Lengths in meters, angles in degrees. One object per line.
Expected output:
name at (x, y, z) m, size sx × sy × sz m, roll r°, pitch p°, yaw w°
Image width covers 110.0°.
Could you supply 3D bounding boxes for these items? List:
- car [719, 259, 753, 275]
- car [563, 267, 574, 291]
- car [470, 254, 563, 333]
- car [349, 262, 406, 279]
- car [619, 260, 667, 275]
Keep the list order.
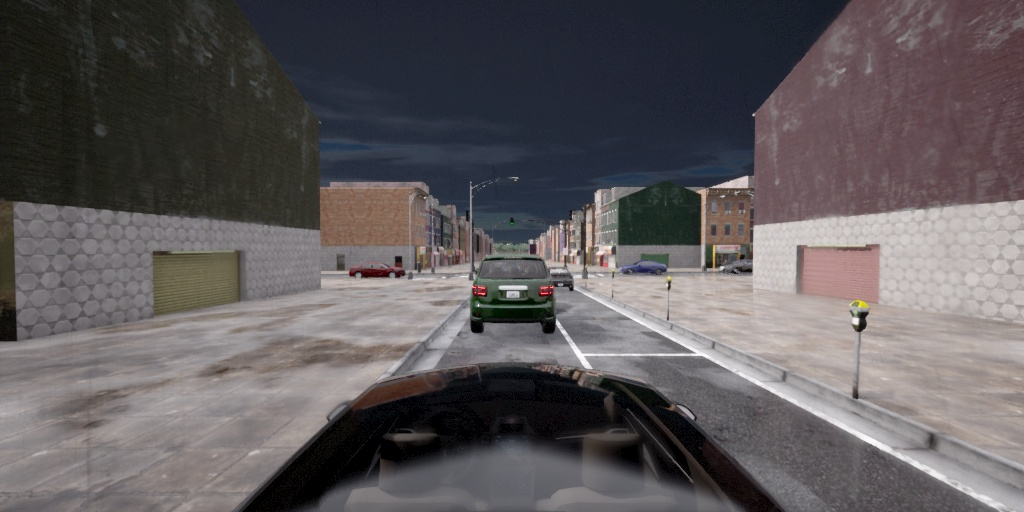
car at (23.606, 1.080, 36.201) m, size 4.902 × 1.511 × 2.128 m, roll 0°, pitch 1°, yaw 0°
car at (2.592, 1.294, 21.263) m, size 2.007 × 1.370 × 4.403 m, roll 0°, pitch 0°, yaw 0°
car at (0.028, 0.967, 10.848) m, size 2.150 × 2.045 × 5.566 m, roll 0°, pitch 0°, yaw 0°
car at (-12.401, 1.333, 33.189) m, size 5.008 × 1.535 × 1.882 m, roll 0°, pitch 1°, yaw -1°
car at (13.194, 1.157, 36.202) m, size 4.674 × 1.442 × 1.812 m, roll 0°, pitch 1°, yaw 1°
